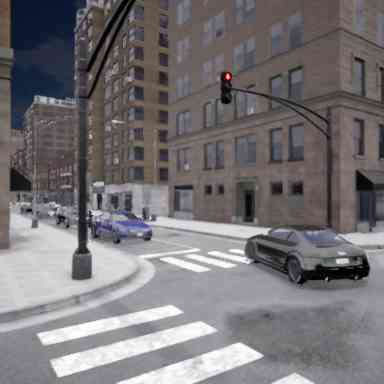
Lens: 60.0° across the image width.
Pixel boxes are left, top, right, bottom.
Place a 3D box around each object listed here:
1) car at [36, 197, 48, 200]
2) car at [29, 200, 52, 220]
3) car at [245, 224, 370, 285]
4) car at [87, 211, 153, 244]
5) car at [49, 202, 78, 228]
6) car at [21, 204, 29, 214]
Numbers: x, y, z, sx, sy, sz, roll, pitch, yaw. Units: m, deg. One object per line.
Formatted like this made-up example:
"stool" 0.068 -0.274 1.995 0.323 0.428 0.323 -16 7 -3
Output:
"car" -24.115 1.884 52.796 2.150 2.045 5.566 0 -1 -34
"car" -14.662 1.915 33.582 2.128 1.511 4.902 0 -1 -34
"car" 3.165 1.660 9.983 1.994 1.385 4.181 0 -1 -13
"car" -3.760 1.730 17.288 1.812 1.442 4.674 0 -1 -36
"car" -8.861 1.799 24.912 2.128 1.511 4.902 0 -1 -34
"car" -20.741 2.145 42.745 1.895 1.301 4.718 0 -1 -33
